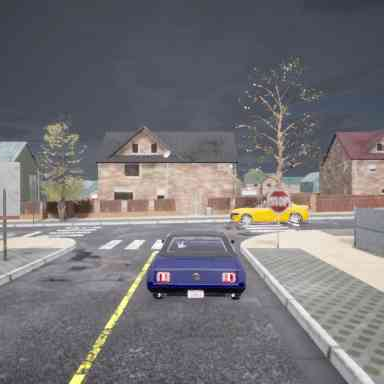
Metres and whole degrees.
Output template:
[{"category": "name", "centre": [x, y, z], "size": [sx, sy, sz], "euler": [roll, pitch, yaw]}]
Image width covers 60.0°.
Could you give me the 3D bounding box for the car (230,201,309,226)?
[{"category": "car", "centre": [5.009, 1.291, 21.670], "size": [5.008, 1.535, 1.882], "euler": [-1, 1, 0]}]

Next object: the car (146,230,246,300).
[{"category": "car", "centre": [0.144, 1.600, 8.372], "size": [1.895, 1.301, 4.718], "euler": [0, 0, 2]}]

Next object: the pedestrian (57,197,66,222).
[{"category": "pedestrian", "centre": [-9.641, 1.258, 24.560], "size": [0.375, 1.860, 0.375], "euler": [0, 2, 0]}]
